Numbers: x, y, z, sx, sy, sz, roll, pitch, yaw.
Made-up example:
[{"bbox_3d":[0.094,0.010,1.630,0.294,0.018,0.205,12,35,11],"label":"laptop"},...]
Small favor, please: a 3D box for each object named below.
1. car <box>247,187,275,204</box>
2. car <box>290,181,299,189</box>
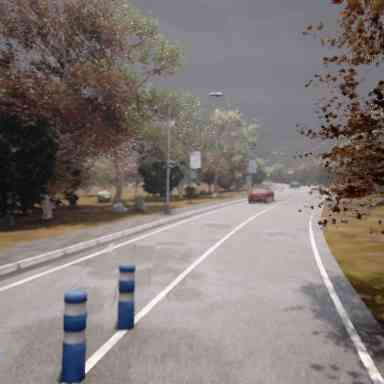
[{"bbox_3d":[6.911,0.322,33.033,1.882,1.535,5.008,0,3,24],"label":"car"},{"bbox_3d":[21.936,-1.574,71.137,1.882,1.535,5.008,1,3,15],"label":"car"}]
